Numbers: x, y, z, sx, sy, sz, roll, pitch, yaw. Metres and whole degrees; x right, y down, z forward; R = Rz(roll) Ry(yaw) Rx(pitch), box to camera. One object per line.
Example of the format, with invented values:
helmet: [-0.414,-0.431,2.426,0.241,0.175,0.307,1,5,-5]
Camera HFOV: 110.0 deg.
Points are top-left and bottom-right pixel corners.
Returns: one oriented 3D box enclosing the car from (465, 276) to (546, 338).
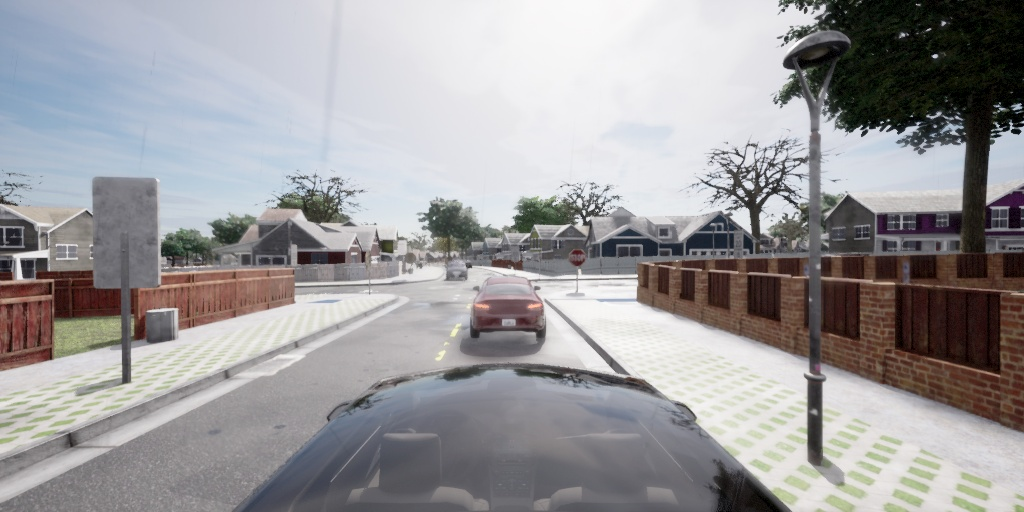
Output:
car: [-0.133,1.279,10.065,1.812,1.442,4.674,0,0,-2]

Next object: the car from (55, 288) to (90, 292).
car: [-25.938,1.961,19.268,4.718,1.301,1.895,-1,1,-11]

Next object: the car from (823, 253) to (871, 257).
car: [21.459,0.611,23.795,4.553,1.767,2.097,-1,0,7]

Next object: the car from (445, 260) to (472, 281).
car: [-4.773,1.319,31.383,2.128,1.511,4.902,0,0,-7]
